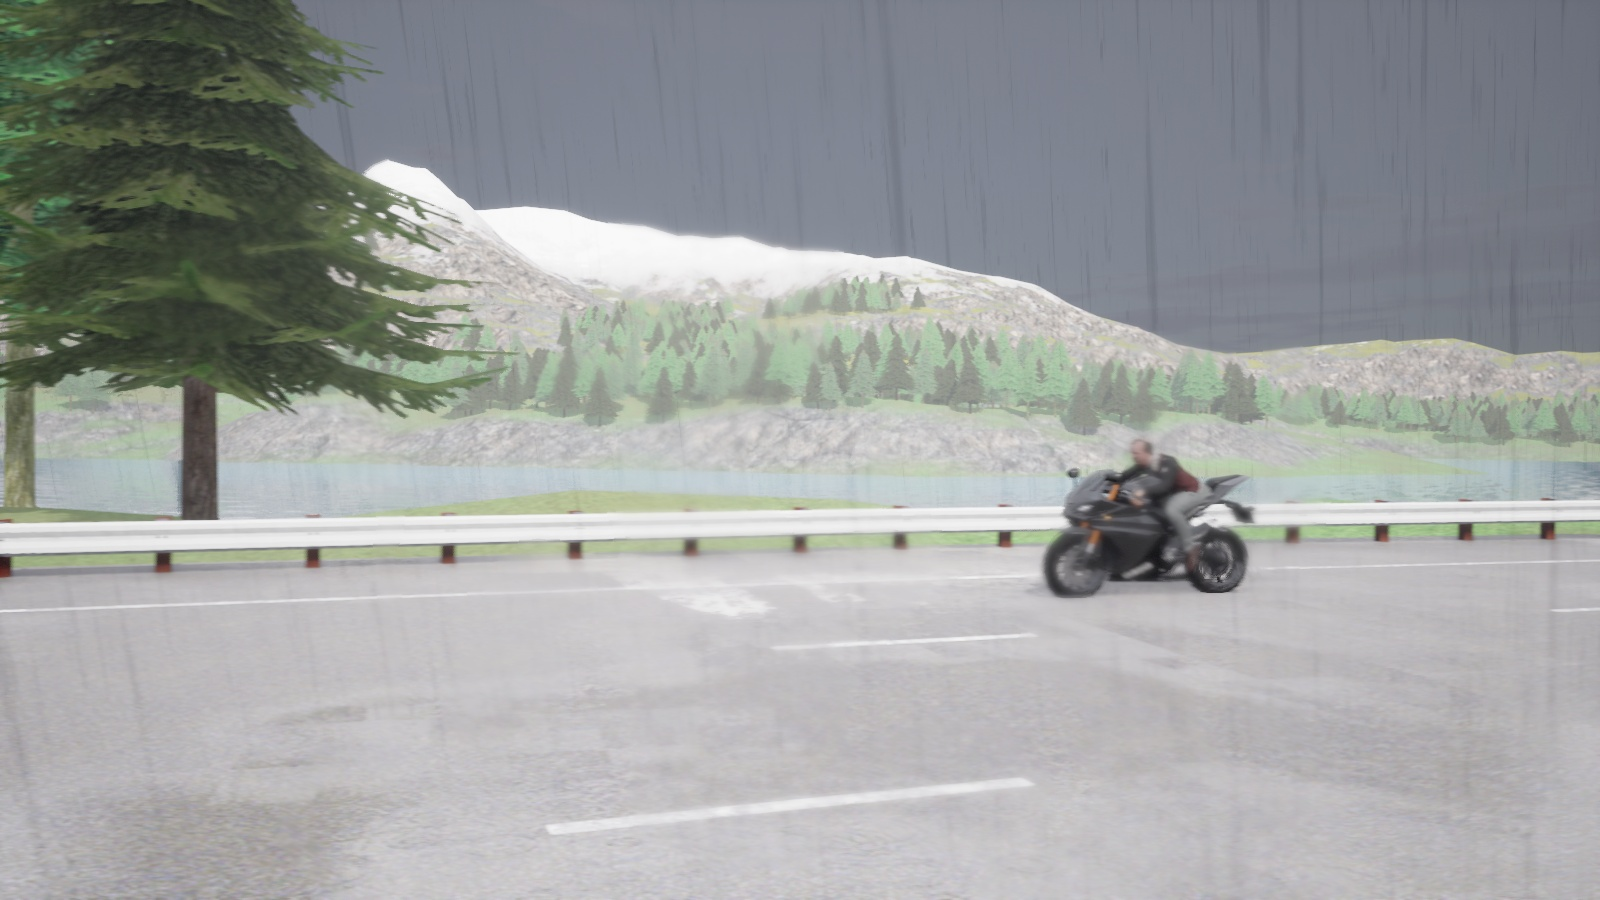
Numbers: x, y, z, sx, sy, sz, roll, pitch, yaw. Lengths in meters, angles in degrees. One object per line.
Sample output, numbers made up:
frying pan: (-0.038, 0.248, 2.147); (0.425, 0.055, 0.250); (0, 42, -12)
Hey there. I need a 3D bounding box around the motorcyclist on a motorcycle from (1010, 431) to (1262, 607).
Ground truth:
motorcyclist on a motorcycle: (3.177, 0.602, 11.894); (2.191, 1.530, 0.866); (-1, 2, -19)
